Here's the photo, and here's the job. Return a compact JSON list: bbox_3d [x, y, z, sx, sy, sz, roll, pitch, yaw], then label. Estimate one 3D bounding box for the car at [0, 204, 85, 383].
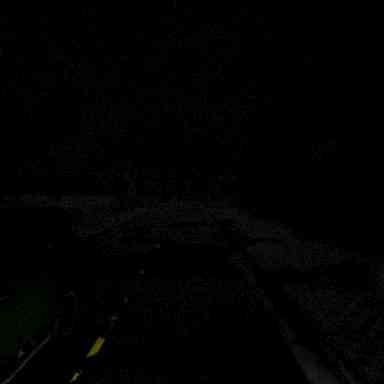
[{"bbox_3d":[-2.850,1.213,3.359,2.150,2.045,5.566,0,0,0],"label":"car"}]
